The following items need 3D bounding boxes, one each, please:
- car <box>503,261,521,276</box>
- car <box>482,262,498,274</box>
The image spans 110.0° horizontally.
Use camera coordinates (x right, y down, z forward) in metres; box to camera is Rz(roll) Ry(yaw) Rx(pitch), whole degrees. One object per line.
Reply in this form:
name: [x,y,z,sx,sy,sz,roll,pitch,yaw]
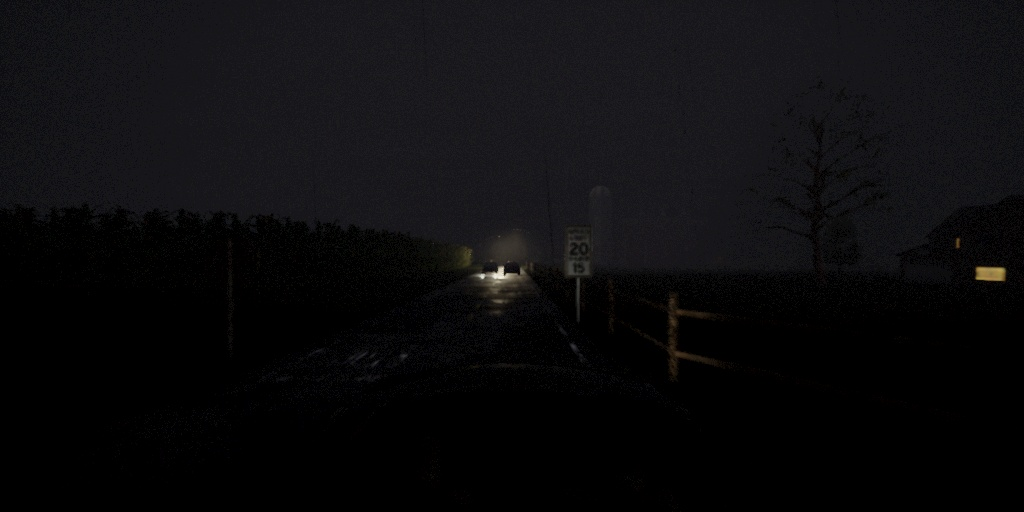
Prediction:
car: [-0.010,1.426,41.172,1.882,1.535,5.008,0,0,0]
car: [-2.763,1.455,46.186,1.882,1.535,5.008,0,0,0]
